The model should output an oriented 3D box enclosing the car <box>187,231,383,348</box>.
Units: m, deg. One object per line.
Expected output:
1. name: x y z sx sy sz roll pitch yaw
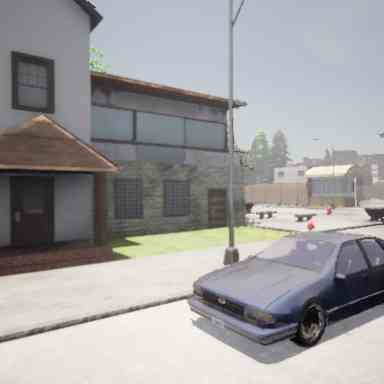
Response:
1. car: 2.547 1.508 6.417 5.357 1.411 2.033 -1 0 -35
